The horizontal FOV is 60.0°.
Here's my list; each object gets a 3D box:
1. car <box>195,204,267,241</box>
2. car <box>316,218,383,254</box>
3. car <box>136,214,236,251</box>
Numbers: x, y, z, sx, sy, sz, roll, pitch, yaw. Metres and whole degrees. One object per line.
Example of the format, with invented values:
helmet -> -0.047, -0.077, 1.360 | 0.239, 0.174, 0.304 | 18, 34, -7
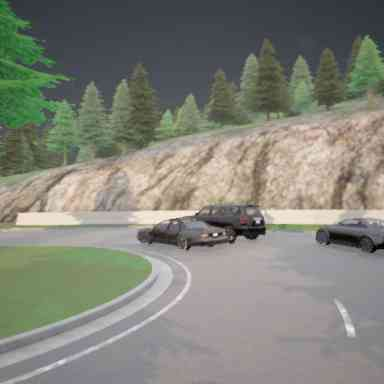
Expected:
car -> 1.606, 1.712, 19.059 | 2.150, 2.045, 5.566 | 2, -3, -42
car -> 7.572, 1.849, 15.113 | 1.994, 1.385, 4.181 | 0, -2, -17
car -> -0.654, 2.009, 16.536 | 2.033, 1.411, 5.357 | 1, -2, -42
